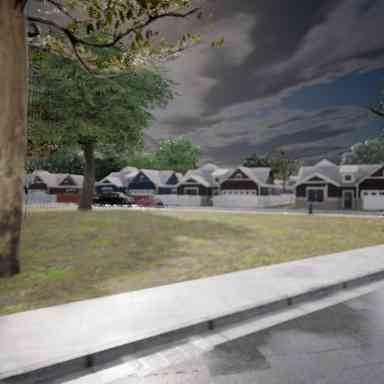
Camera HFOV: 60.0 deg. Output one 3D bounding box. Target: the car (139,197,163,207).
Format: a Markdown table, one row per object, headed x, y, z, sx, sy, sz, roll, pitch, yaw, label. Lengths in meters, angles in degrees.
| x | y | z | sx | sy | sz | roll | pitch | yaw | label |
| --- | --- | --- | --- | --- | --- | --- | --- | --- | --- |
| -6.300 | 1.400 | 48.453 | 4.181 | 1.385 | 1.994 | 0 | 0 | 28 | car |

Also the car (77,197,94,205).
| x | y | z | sx | sy | sz | roll | pitch | yaw | label |
| --- | --- | --- | --- | --- | --- | --- | --- | --- | --- |
| -16.266 | 1.392 | 53.579 | 4.718 | 1.301 | 1.895 | 0 | 0 | 27 | car |

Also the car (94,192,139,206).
| x | y | z | sx | sy | sz | roll | pitch | yaw | label |
| --- | --- | --- | --- | --- | --- | --- | --- | --- | --- |
| -10.789 | 1.035 | 47.610 | 5.566 | 2.045 | 2.150 | 0 | 0 | 28 | car |
